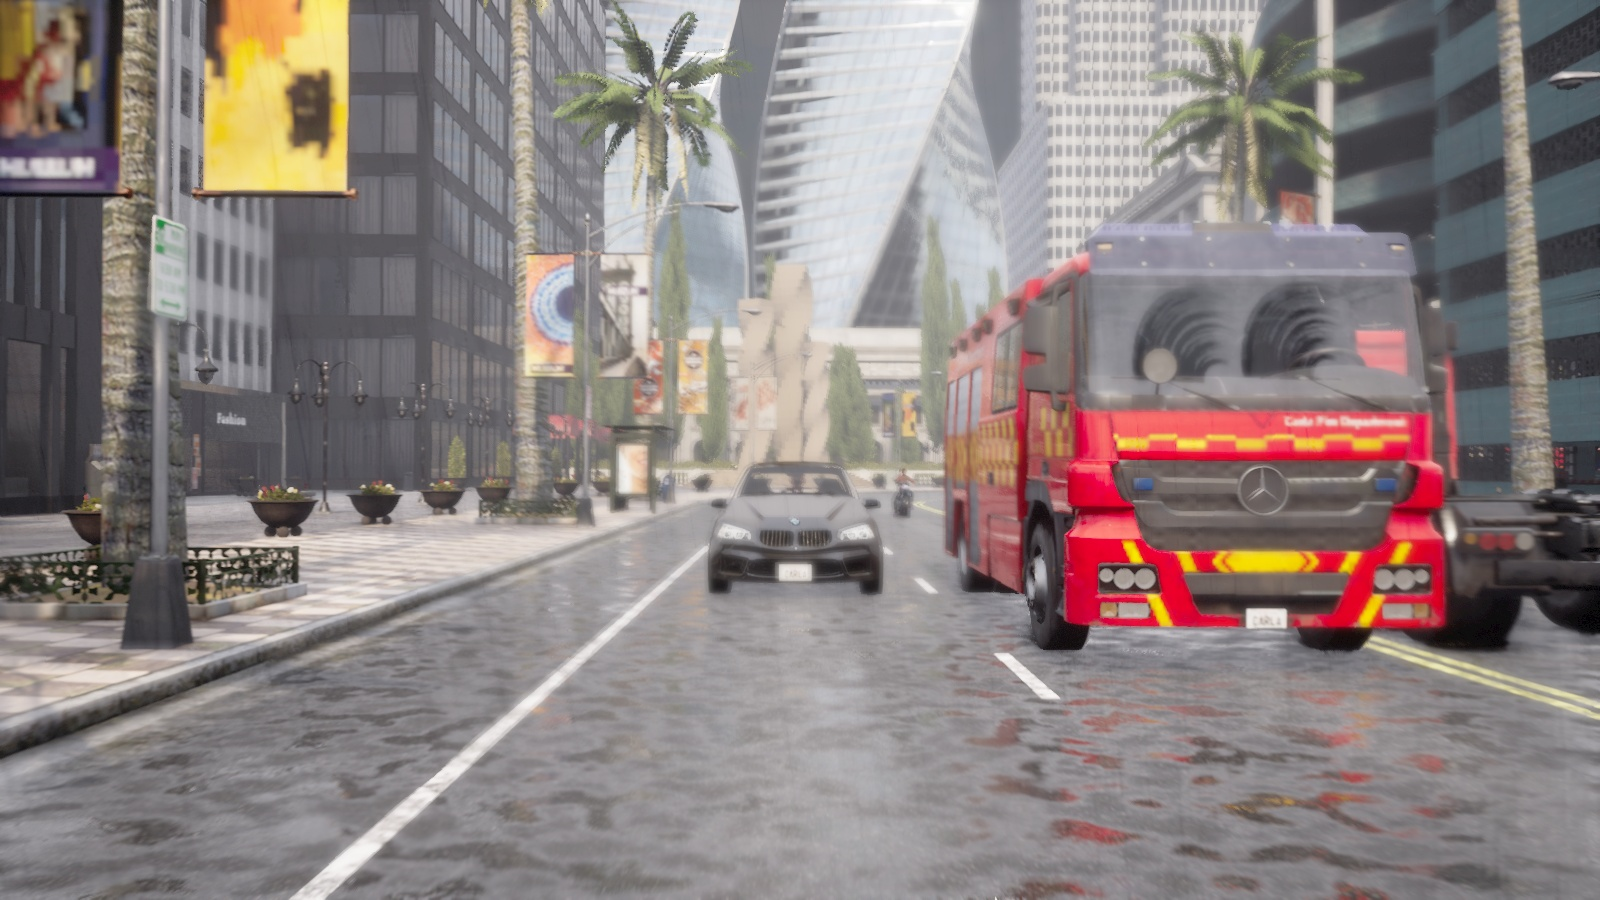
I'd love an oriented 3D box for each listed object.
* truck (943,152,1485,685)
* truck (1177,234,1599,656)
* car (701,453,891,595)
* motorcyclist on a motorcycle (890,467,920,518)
[{"bbox_3d":[3.460,-0.166,13.274,2.891,3.827,8.468,0,-1,0],"label":"truck"},{"bbox_3d":[6.956,0.017,14.281,2.891,3.462,7.936,0,-1,0],"label":"truck"},{"bbox_3d":[-0.046,0.917,17.167,2.242,1.667,4.611,0,-1,0],"label":"car"},{"bbox_3d":[3.452,1.373,41.330,0.766,1.649,2.350,0,-1,0],"label":"motorcyclist on a motorcycle"}]
